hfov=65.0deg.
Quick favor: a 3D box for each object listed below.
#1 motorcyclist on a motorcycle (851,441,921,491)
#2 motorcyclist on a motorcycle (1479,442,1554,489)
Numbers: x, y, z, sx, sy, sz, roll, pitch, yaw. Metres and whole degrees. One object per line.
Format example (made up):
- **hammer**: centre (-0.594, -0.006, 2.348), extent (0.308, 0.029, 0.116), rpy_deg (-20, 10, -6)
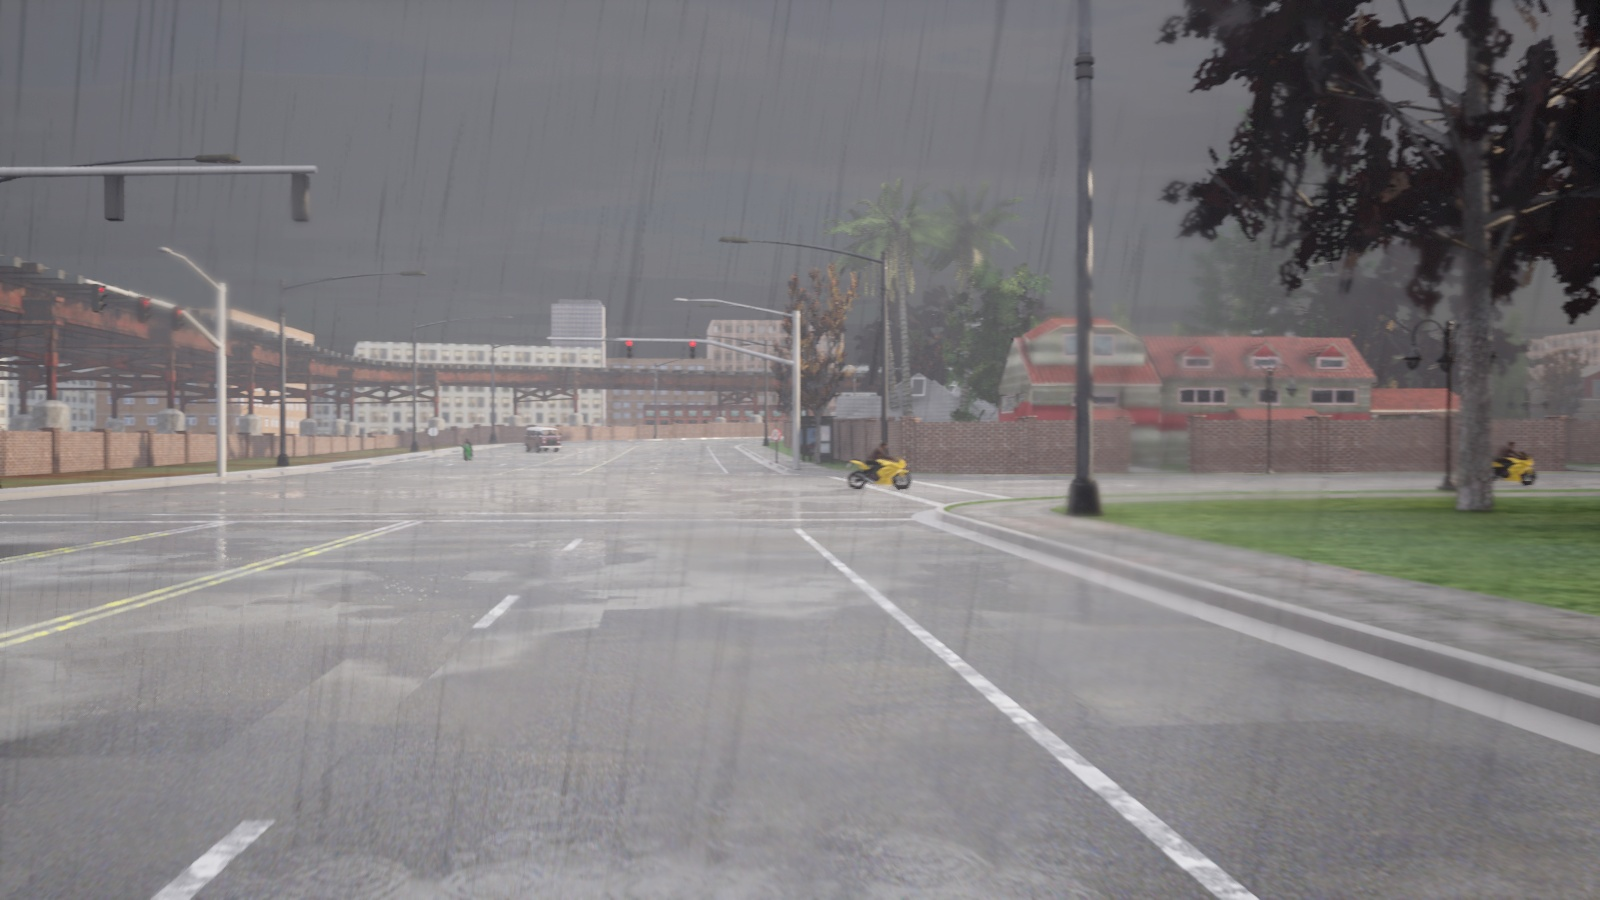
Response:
- **motorcyclist on a motorcycle**: centre (2.649, 0.498, 38.877), extent (2.044, 1.523, 0.797), rpy_deg (0, 0, -6)
- **motorcyclist on a motorcycle**: centre (23.522, 0.486, 41.242), extent (2.044, 1.523, 0.797), rpy_deg (0, 0, -6)
